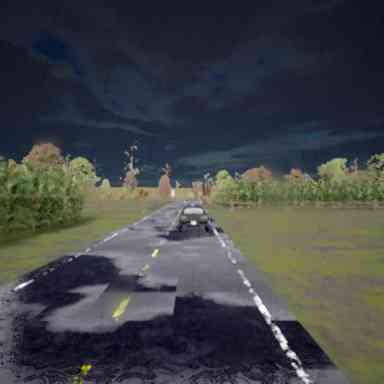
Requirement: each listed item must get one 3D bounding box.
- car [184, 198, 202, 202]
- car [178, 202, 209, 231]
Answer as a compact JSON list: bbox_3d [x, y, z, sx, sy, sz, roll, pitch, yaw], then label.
[{"bbox_3d":[0.093,1.471,38.179,2.097,1.767,4.553,0,0,0],"label":"car"},{"bbox_3d":[0.097,1.593,21.181,1.812,1.442,4.674,0,0,0],"label":"car"}]
